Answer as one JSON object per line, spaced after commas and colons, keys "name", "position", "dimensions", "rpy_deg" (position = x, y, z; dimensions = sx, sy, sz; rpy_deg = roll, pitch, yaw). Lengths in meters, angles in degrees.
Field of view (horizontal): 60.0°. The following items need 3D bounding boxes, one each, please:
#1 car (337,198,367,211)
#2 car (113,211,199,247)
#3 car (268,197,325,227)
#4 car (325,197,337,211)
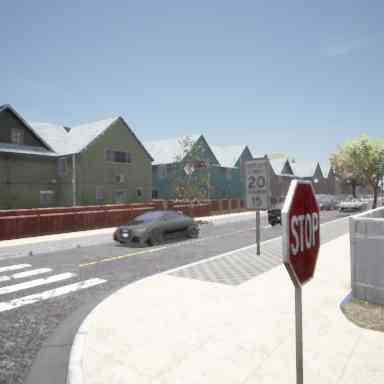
{"name": "car", "position": [17.180, 1.309, 35.169], "dimensions": [1.895, 1.301, 4.718], "rpy_deg": [-2, -1, 37]}
{"name": "car", "position": [-1.513, 1.544, 15.077], "dimensions": [1.994, 1.385, 4.181], "rpy_deg": [-2, -1, 37]}
{"name": "car", "position": [6.495, 1.306, 20.875], "dimensions": [1.882, 1.535, 5.008], "rpy_deg": [-2, -1, 37]}
{"name": "car", "position": [14.730, 1.275, 36.767], "dimensions": [2.128, 1.511, 4.902], "rpy_deg": [-2, -1, 37]}
